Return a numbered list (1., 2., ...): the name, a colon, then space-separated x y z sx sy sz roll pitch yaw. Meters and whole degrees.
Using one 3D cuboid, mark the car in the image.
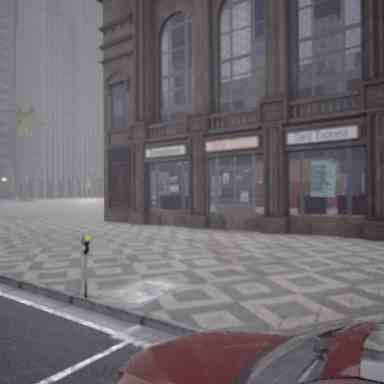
1. car: 1.207 1.583 2.104 4.206 1.307 1.802 -1 0 36
